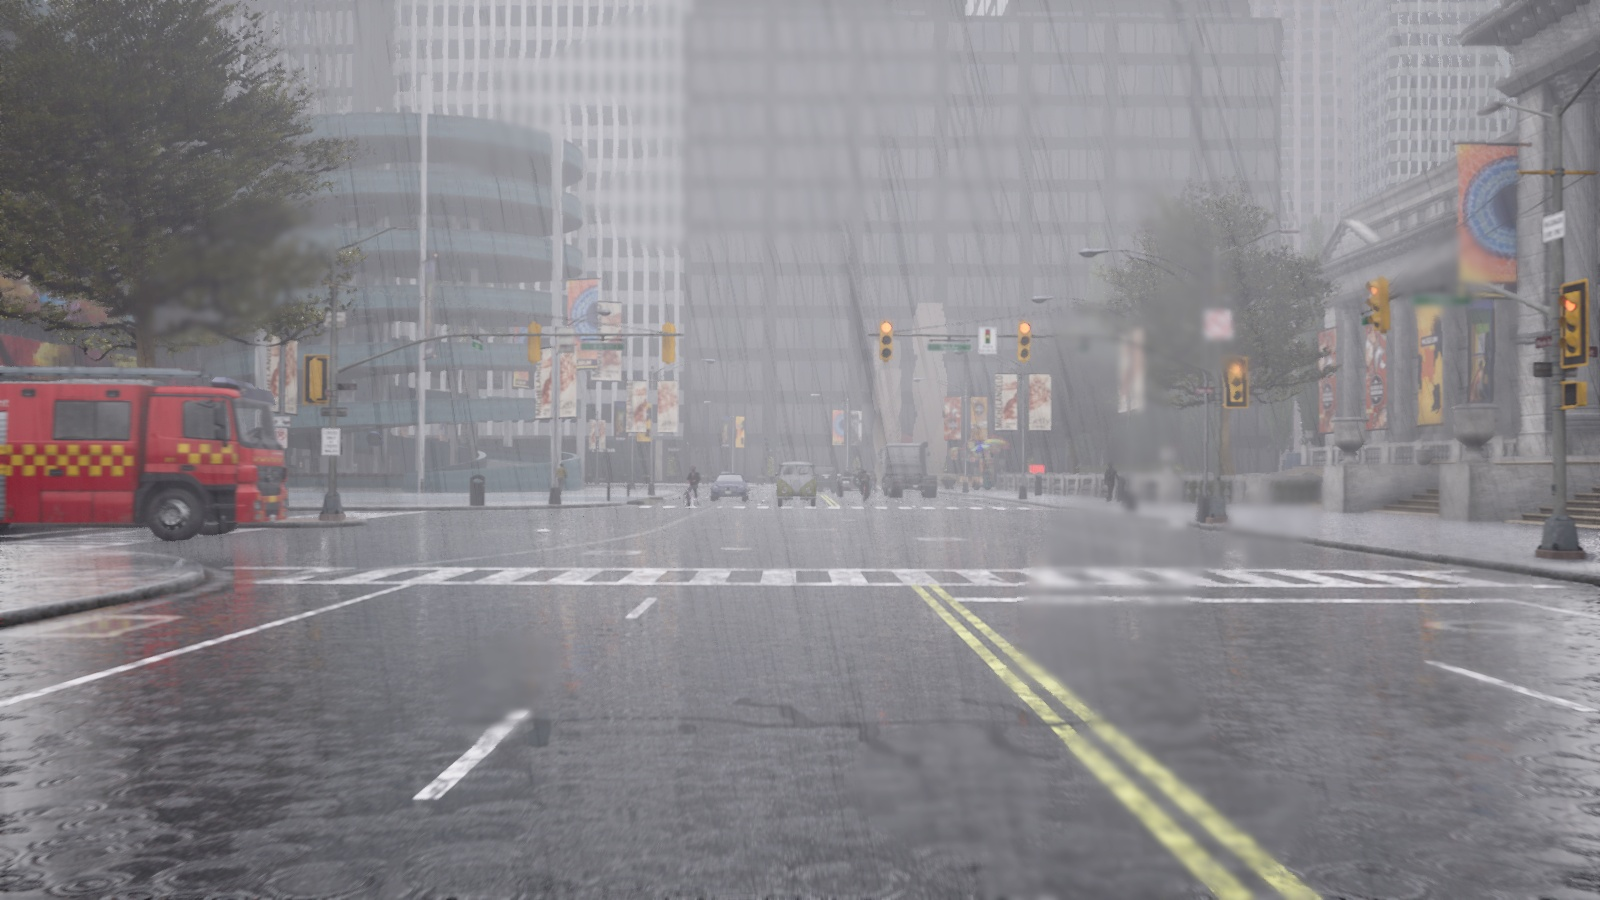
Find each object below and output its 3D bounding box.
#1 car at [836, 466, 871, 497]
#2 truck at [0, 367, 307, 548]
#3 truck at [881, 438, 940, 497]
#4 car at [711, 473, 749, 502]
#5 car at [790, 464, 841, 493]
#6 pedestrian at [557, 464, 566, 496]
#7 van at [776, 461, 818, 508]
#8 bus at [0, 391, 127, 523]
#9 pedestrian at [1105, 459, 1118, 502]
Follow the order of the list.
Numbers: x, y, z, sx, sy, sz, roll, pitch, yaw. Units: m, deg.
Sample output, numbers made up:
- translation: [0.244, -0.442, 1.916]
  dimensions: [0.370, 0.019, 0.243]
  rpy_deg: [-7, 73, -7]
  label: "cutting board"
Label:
- translation: [3.268, 1.908, 76.966]
  dimensions: [1.932, 1.855, 4.605]
  rpy_deg: [0, -1, 0]
  label: "car"
- translation: [-15.817, 0.184, 28.095]
  dimensions: [8.468, 3.827, 2.891]
  rpy_deg: [0, -1, -7]
  label: "truck"
- translation: [6.755, 1.114, 78.103]
  dimensions: [2.891, 3.462, 7.936]
  rpy_deg: [0, -1, 0]
  label: "truck"
- translation: [-3.666, 1.970, 66.492]
  dimensions: [1.812, 1.442, 4.674]
  rpy_deg: [0, -1, 0]
  label: "car"
- translation: [1.083, 2.073, 92.095]
  dimensions: [2.150, 2.045, 5.566]
  rpy_deg: [0, -1, -17]
  label: "car"
- translation: [-13.741, 1.739, 72.337]
  dimensions: [0.431, 1.840, 0.709]
  rpy_deg: [0, -1, -2]
  label: "pedestrian"
- translation: [-0.135, 1.502, 55.725]
  dimensions: [1.775, 1.987, 4.442]
  rpy_deg: [0, -1, 0]
  label: "van"
- translation: [-28.966, 0.266, 42.460]
  dimensions: [10.273, 4.253, 3.944]
  rpy_deg: [0, -1, 0]
  label: "bus"
- translation: [14.098, 1.368, 56.853]
  dimensions: [0.395, 1.930, 0.692]
  rpy_deg: [0, -1, 0]
  label: "pedestrian"
